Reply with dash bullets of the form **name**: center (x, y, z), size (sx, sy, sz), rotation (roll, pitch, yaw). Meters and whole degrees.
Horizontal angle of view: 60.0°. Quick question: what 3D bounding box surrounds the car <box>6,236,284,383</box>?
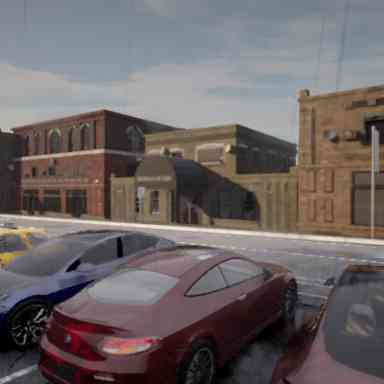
- **car**: center (0.102, 1.545, 5.069), size (2.002, 1.452, 4.674), rotation (-1, 0, 35)

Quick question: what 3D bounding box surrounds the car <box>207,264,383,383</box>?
- **car**: center (2.387, 1.510, 3.480), size (2.163, 1.488, 4.792), rotation (-1, 0, 35)

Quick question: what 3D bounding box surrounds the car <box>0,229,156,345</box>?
- **car**: center (-2.181, 1.560, 6.662), size (2.163, 1.488, 4.792), rotation (-1, 0, 35)

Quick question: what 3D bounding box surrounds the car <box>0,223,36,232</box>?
- **car**: center (-4.323, 1.553, 8.451), size (1.946, 1.575, 5.366), rotation (-1, 0, 35)
